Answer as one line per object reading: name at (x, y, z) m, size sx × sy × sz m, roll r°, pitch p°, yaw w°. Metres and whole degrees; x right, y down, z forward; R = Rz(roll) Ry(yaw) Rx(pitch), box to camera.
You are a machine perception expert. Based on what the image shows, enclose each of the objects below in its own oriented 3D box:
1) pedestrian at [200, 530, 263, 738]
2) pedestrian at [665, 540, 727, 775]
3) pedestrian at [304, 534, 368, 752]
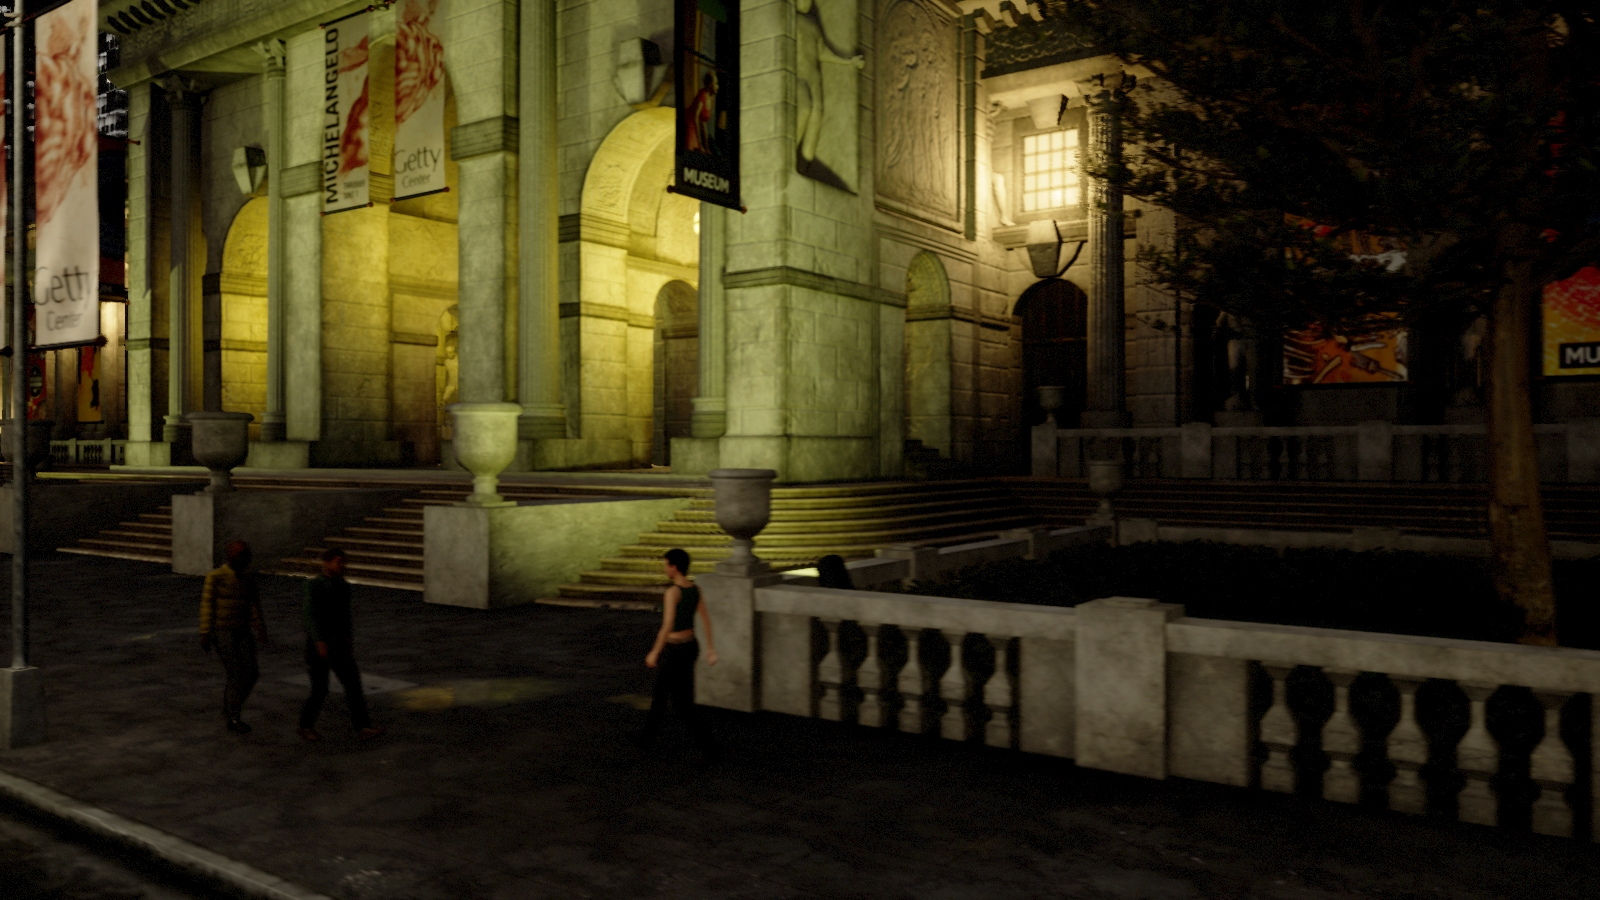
pedestrian at (-5.308, 1.699, 10.676) m, size 0.375 × 1.860 × 0.375 m, roll 0°, pitch 0°, yaw 24°
pedestrian at (-0.861, 1.699, 9.481) m, size 0.375 × 1.860 × 0.375 m, roll 0°, pitch 0°, yaw 25°
pedestrian at (-4.140, 1.700, 10.196) m, size 0.375 × 1.860 × 0.375 m, roll 0°, pitch 0°, yaw 27°
